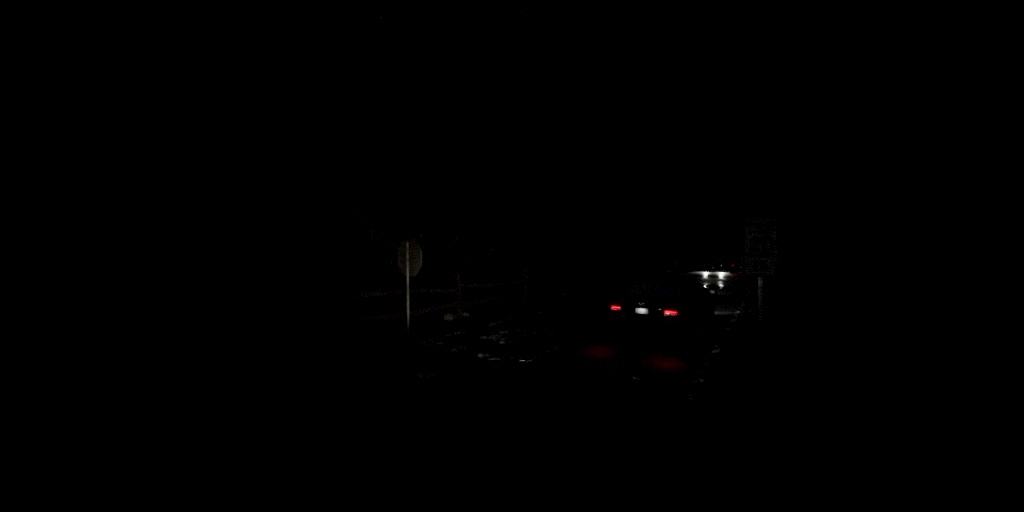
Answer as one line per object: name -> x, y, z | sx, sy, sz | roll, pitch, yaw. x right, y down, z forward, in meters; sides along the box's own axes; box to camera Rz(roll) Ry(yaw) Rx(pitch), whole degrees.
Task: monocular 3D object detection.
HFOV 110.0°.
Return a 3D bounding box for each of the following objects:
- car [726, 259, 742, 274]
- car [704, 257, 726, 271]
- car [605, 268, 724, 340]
car -> 22.663, 1.025, 35.163 | 1.994, 1.385, 4.181 | 0, 1, 36
car -> 22.719, 0.927, 40.014 | 1.837, 1.490, 4.892 | 0, 1, 36
car -> 4.310, 1.234, 9.886 | 2.033, 1.411, 5.357 | 0, 0, 36
